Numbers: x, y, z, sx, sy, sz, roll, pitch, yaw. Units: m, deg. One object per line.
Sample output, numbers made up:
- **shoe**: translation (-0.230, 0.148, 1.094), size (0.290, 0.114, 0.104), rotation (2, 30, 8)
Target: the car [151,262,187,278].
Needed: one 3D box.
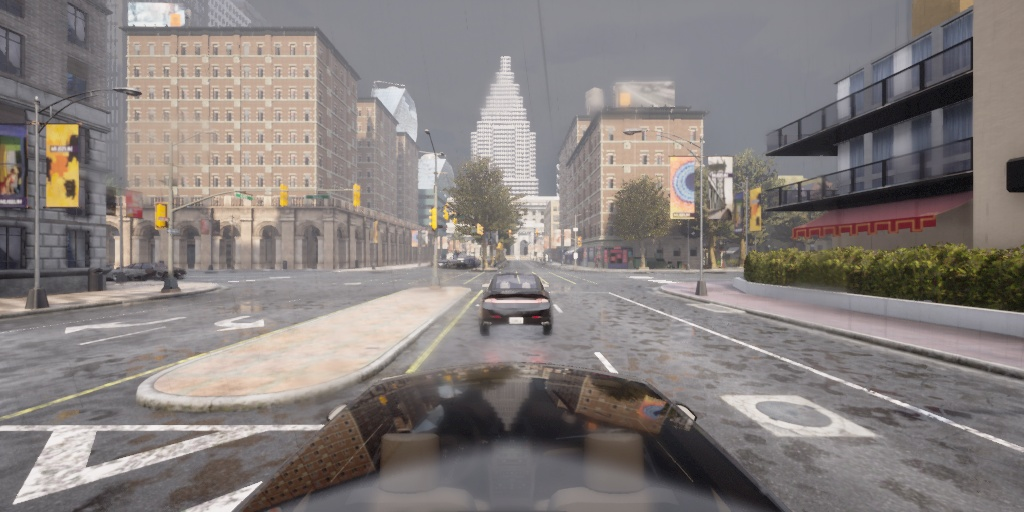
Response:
- **car**: translation (-33.848, 1.299, 33.622), size (5.357, 1.411, 2.033), rotation (0, 0, 0)

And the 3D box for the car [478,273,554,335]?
- **car**: translation (0.106, 1.242, 10.503), size (2.128, 1.511, 4.902), rotation (0, 0, 0)

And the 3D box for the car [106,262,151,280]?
- **car**: translation (-33.825, 1.352, 30.123), size (4.718, 1.301, 1.895), rotation (0, 0, 0)

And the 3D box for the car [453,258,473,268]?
- **car**: translation (-8.023, 1.354, 59.188), size (1.895, 1.301, 4.718), rotation (0, 0, 0)

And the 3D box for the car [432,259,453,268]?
- **car**: translation (-11.512, 1.245, 60.635), size (2.128, 1.511, 4.902), rotation (0, 0, 0)
